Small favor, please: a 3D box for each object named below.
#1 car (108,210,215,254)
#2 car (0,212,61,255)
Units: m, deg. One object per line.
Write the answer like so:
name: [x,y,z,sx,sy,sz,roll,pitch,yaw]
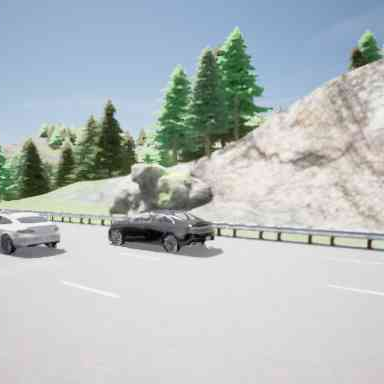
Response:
car: [-1.386,1.495,13.573,4.902,1.511,2.128,0,0,36]
car: [-7.169,1.532,13.399,4.674,1.442,1.812,0,0,35]
